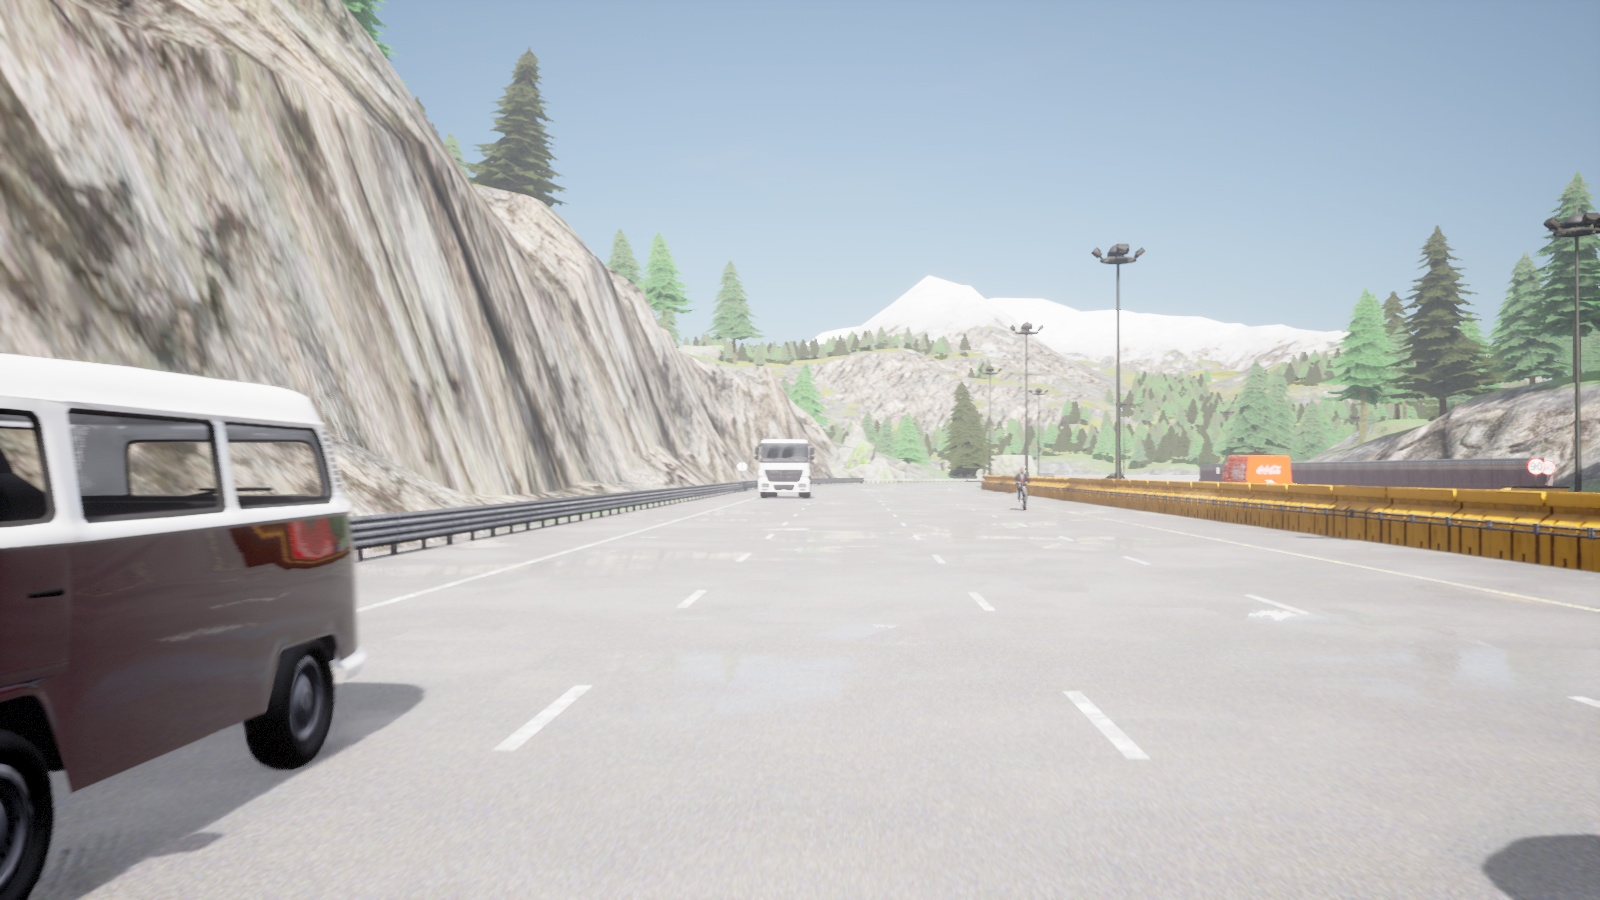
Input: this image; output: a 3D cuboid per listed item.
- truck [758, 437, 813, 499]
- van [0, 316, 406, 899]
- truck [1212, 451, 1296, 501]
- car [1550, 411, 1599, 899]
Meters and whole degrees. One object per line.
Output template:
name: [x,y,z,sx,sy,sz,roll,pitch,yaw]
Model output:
truck: [-0.742,1.069,73.660,2.891,3.462,7.936,0,-1,2]
van: [-3.441,0.638,5.243,2.069,2.038,4.480,0,-1,2]
truck: [23.461,1.336,65.131,2.627,2.467,5.204,0,-1,2]
car: [3.491,0.676,1.807,2.242,1.667,4.611,0,-1,3]
